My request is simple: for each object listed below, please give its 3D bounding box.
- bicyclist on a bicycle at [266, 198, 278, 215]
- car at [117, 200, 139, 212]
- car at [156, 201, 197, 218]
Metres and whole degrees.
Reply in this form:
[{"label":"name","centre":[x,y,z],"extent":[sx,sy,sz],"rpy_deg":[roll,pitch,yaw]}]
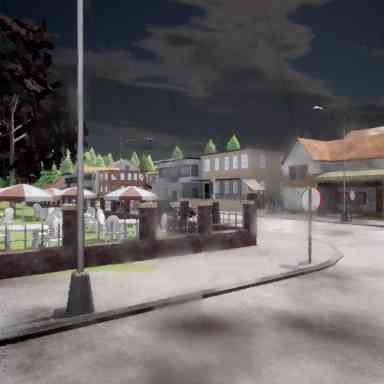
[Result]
[{"label":"bicyclist on a bicycle","centre":[7.603,1.349,31.457],"extent":[1.656,1.620,0.582],"rpy_deg":[0,0,-35]},{"label":"car","centre":[-7.651,1.352,38.437],"extent":[2.097,1.767,4.553],"rpy_deg":[0,0,-35]},{"label":"car","centre":[-1.769,1.547,30.146],"extent":[2.033,1.411,5.357],"rpy_deg":[0,0,-35]}]
